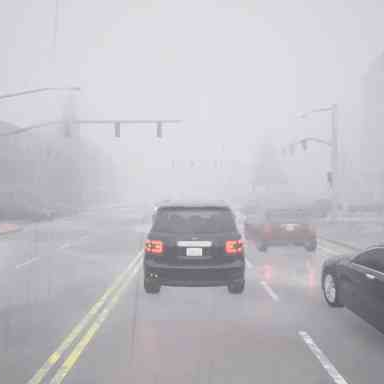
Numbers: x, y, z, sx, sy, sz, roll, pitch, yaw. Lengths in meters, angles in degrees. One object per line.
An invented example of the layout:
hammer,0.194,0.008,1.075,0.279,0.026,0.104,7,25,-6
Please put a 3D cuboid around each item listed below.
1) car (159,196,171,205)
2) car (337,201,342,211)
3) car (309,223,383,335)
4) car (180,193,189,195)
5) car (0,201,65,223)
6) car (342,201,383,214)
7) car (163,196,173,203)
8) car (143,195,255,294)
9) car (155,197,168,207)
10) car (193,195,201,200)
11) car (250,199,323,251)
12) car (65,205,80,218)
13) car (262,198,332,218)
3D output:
car,-4.904,1.477,61.307,1.882,1.535,5.008,0,0,-1
car,14.435,1.505,37.539,4.892,1.490,1.837,0,0,-2
car,3.607,1.505,5.057,1.837,1.490,4.892,0,0,0
car,-1.795,1.495,80.194,1.837,1.490,4.892,0,0,-1
car,-12.783,1.547,25.064,5.357,1.411,2.033,0,0,7
car,18.485,1.601,34.147,4.718,1.301,1.895,0,0,-2
car,-5.079,1.552,71.188,1.994,1.385,4.181,0,0,-1
car,0.053,1.221,8.960,2.150,2.045,5.566,0,0,0
car,-4.704,1.525,51.917,1.812,1.442,4.674,0,0,-1
car,1.461,1.552,90.341,1.994,1.385,4.181,0,0,-1
car,3.535,1.352,14.138,2.097,1.767,4.553,0,0,0
car,-12.319,1.491,28.942,4.902,1.511,2.128,0,0,-2
car,8.280,1.491,26.612,4.902,1.511,2.128,0,0,-2
